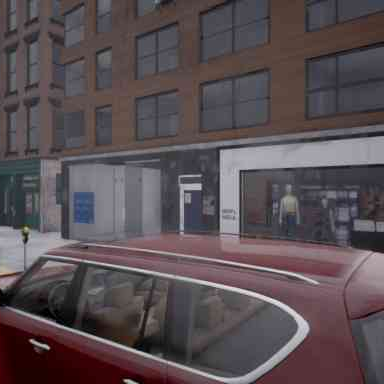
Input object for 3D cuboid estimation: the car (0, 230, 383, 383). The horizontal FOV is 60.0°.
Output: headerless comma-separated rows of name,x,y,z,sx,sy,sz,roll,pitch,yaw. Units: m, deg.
car,-0.490,1.315,3.164,5.009,1.841,2.192,0,0,36
